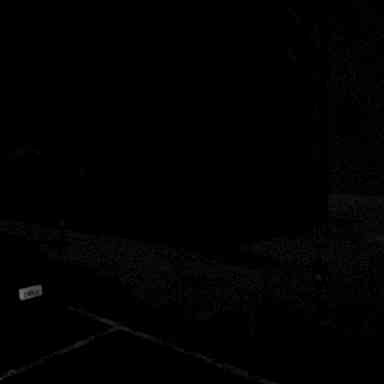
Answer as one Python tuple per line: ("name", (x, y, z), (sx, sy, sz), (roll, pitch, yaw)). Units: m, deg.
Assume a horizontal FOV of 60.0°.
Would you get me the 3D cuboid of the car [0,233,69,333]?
("car", (-3.962, 1.398, 5.909), (4.313, 1.339, 1.947), (2, 1, 35))
